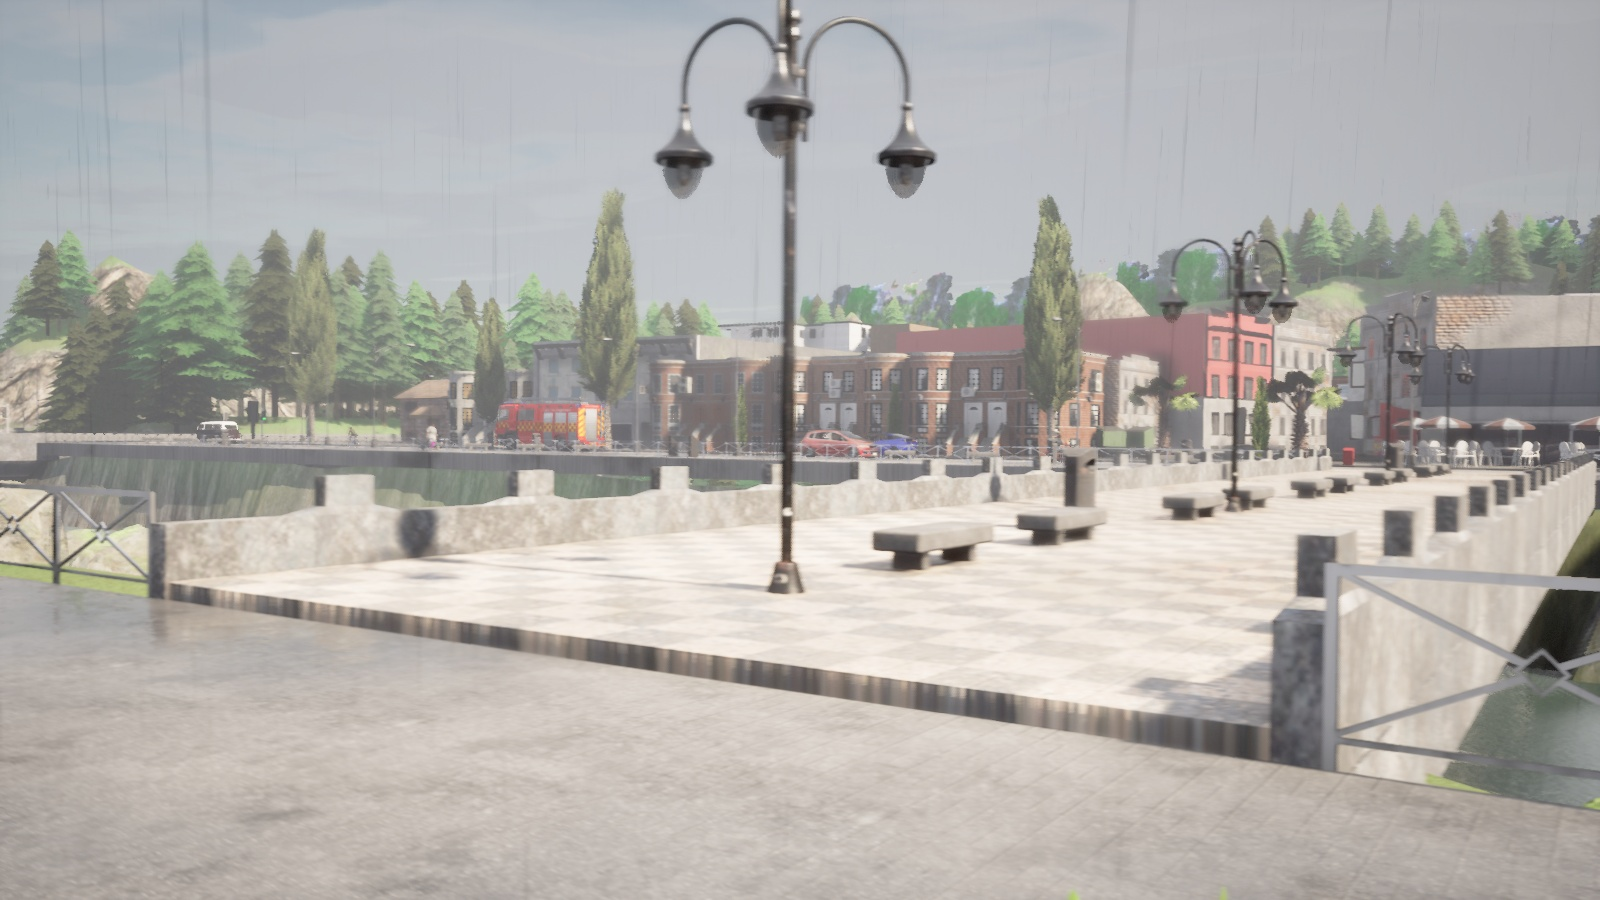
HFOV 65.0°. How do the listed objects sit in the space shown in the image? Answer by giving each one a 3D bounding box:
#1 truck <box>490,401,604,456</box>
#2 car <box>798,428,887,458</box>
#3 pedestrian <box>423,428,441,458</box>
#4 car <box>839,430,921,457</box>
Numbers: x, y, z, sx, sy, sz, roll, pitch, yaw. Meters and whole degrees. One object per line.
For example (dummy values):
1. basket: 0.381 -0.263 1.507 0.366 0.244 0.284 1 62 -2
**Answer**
1. truck: -18.248 -1.501 90.345 8.468 3.827 2.891 0 1 34
2. car: 2.415 -0.427 71.847 4.611 1.667 2.242 0 1 34
3. pedestrian: -23.907 -0.455 81.577 0.873 1.952 0.659 0 1 38
4. car: 4.777 -0.390 75.080 4.514 1.525 2.007 0 1 34
